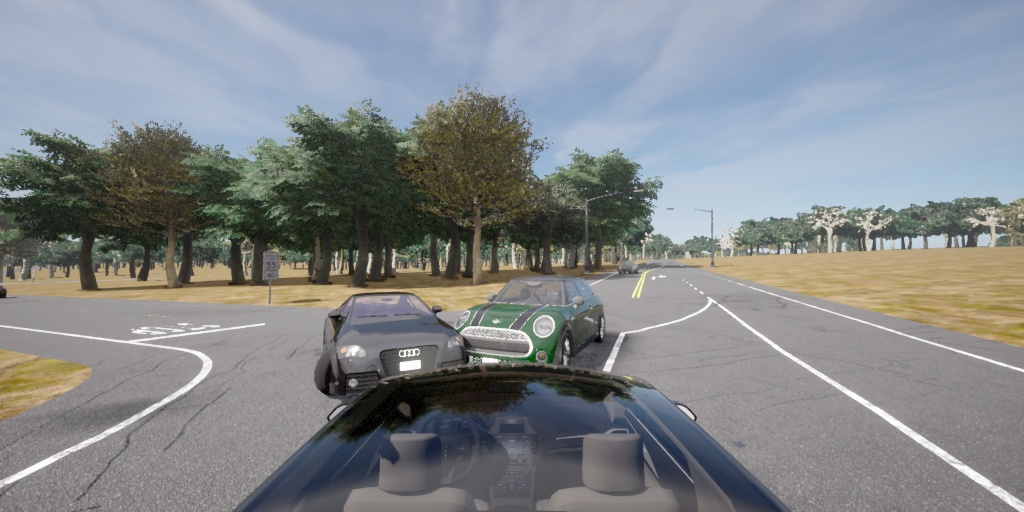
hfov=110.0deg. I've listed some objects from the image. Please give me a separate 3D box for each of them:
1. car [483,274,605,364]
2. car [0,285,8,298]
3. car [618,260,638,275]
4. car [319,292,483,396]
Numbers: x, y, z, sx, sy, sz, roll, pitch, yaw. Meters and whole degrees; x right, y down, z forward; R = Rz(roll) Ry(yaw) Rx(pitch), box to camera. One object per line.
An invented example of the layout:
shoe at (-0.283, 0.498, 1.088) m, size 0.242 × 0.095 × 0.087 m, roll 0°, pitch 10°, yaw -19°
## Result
car at (0.617, 1.218, 7.864) m, size 2.097 × 1.767 × 4.553 m, roll -1°, pitch -2°, yaw 26°
car at (-40.852, 2.566, 27.440) m, size 4.181 × 1.385 × 1.994 m, roll -2°, pitch -3°, yaw 22°
car at (13.951, 1.333, 42.944) m, size 2.097 × 1.767 × 4.553 m, roll 0°, pitch 0°, yaw 22°
car at (-2.355, 1.377, 6.659) m, size 1.994 × 1.385 × 4.181 m, roll 1°, pitch -2°, yaw -29°
